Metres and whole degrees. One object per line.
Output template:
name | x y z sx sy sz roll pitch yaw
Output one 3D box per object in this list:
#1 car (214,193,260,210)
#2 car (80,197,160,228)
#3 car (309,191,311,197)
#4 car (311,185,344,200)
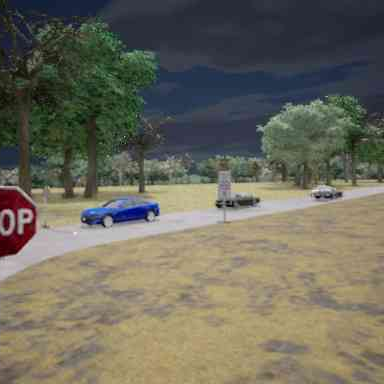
car | 3.976 0.771 28.922 1.895 1.301 4.718 0 2 41
car | -4.138 1.110 19.726 1.882 1.535 5.008 0 2 42
car | 17.048 -0.113 43.648 1.812 1.442 4.674 0 2 42
car | 15.593 0.203 37.634 1.895 1.301 4.718 0 3 41
